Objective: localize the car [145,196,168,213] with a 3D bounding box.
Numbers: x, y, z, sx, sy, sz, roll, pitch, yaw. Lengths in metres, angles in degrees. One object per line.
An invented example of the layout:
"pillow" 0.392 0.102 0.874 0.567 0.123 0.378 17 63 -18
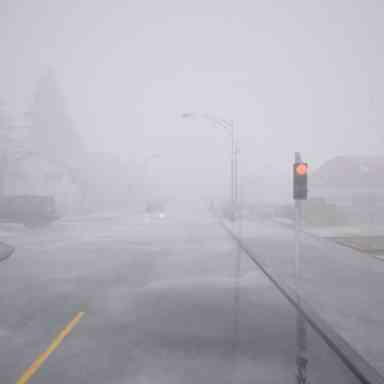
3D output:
"car" -4.103 1.477 37.646 1.882 1.535 5.008 0 0 0

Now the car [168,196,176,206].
"car" -4.096 1.503 53.609 1.837 1.490 4.892 0 0 0

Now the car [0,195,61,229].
"car" -11.241 1.221 21.086 5.566 2.045 2.150 0 1 0
